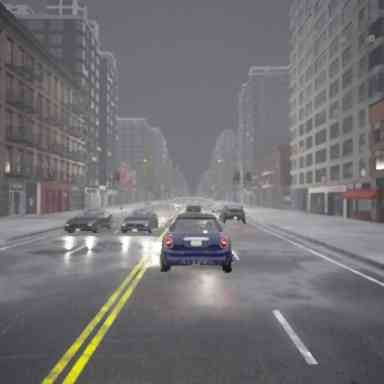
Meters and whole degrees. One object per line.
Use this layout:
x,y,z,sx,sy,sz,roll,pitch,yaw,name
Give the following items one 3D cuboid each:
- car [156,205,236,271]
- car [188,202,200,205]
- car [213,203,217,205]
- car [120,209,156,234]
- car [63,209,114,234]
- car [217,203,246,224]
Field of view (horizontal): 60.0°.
0.130,1.506,11.593,2.097,1.767,4.553,0,-1,0,car
0.226,2.041,42.862,1.882,1.535,5.008,0,0,0,car
3.475,2.103,43.552,1.812,1.442,4.674,0,-1,0,car
-3.233,1.829,21.639,2.033,1.411,5.357,0,-1,1,car
-6.482,1.824,21.638,2.033,1.411,5.357,0,-1,1,car
3.433,1.884,28.658,1.837,1.490,4.892,0,-2,0,car
